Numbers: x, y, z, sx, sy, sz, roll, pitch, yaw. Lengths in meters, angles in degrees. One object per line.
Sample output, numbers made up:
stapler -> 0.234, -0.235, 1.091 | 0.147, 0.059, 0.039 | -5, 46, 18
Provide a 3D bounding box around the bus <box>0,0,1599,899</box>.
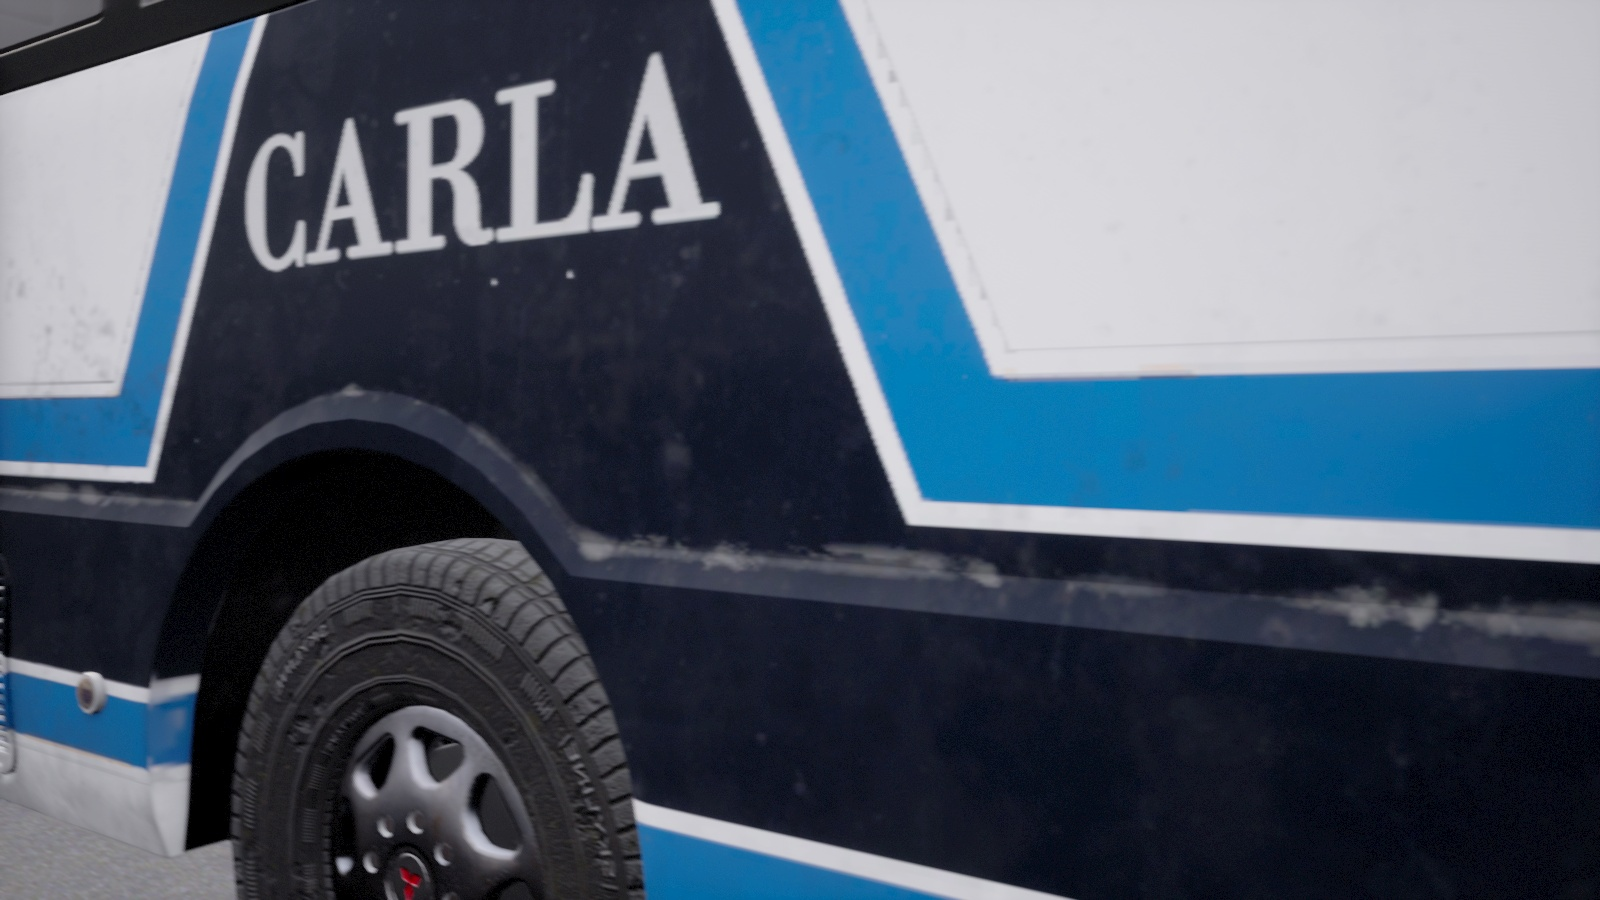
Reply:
bus -> -2.025, -0.695, 5.001 | 10.273, 4.253, 3.944 | 0, 1, 34
